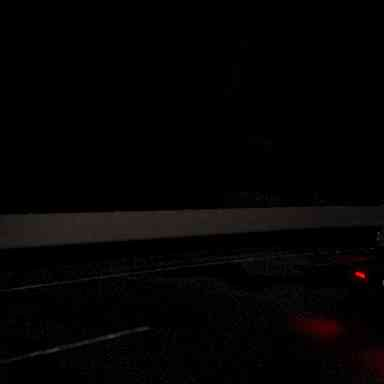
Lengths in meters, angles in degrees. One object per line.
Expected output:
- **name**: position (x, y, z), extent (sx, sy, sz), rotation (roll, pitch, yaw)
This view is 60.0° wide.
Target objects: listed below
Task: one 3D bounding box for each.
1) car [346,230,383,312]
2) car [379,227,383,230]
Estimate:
- **car**: position (5.479, 1.532, 6.339), extent (5.357, 1.411, 2.033), rotation (0, 0, -24)
- **car**: position (8.521, 1.495, 11.374), extent (4.674, 1.442, 1.812), rotation (0, 0, -19)
